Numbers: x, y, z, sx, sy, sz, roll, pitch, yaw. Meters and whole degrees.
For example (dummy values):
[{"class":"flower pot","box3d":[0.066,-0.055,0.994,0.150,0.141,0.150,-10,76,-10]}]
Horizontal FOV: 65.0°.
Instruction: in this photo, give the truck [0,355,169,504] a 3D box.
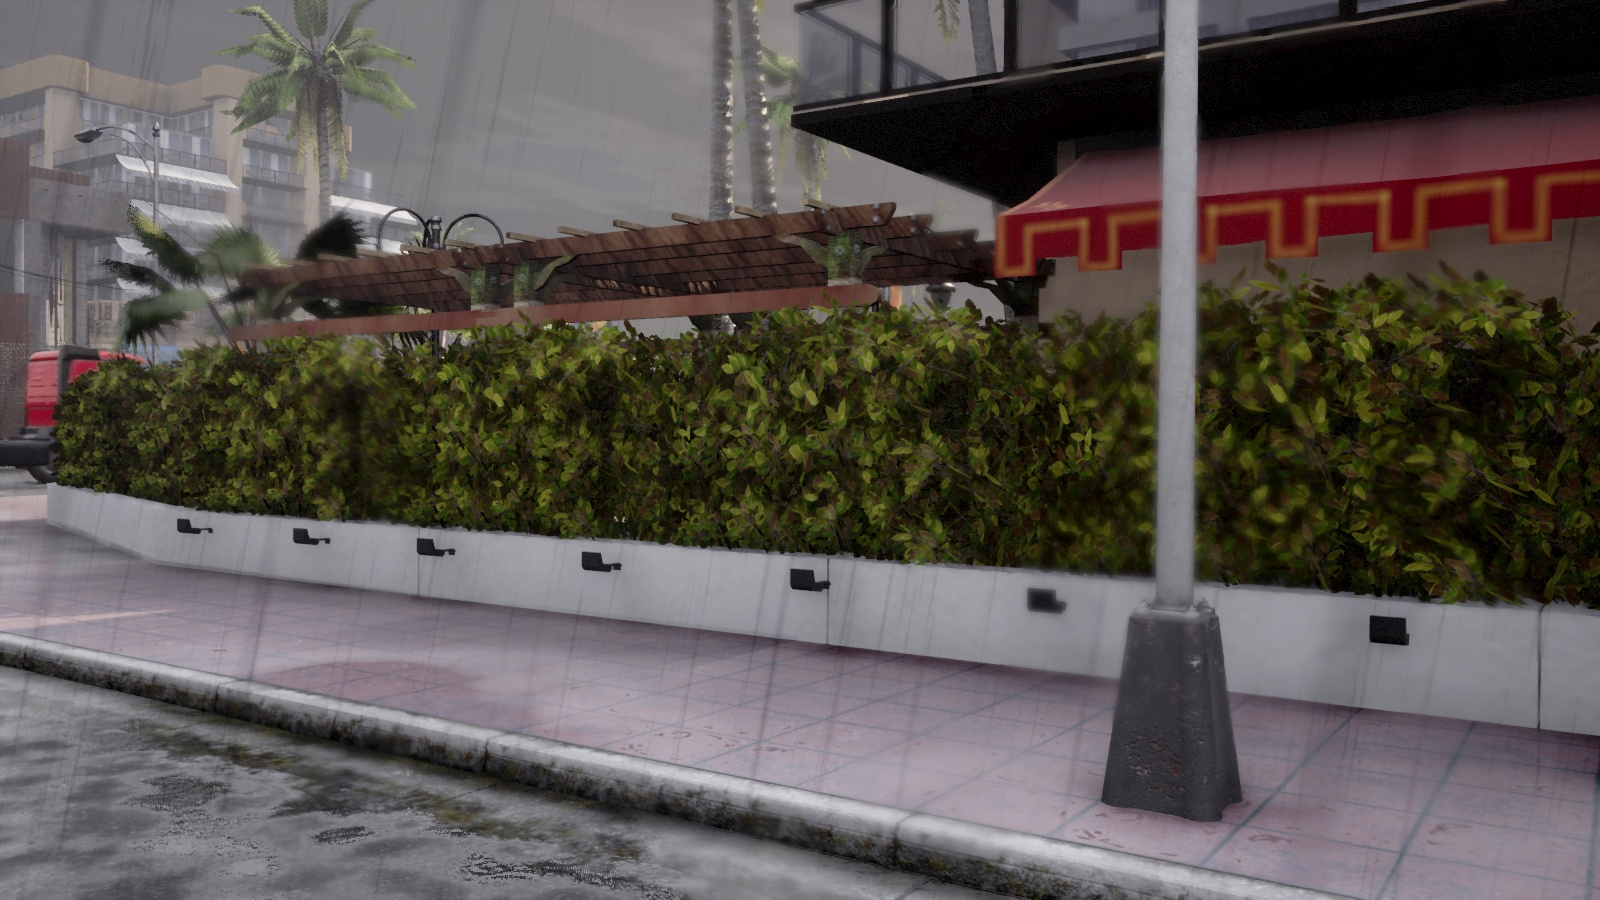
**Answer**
[{"class":"truck","box3d":[-19.822,-0.481,30.048,2.891,3.462,7.936,0,1,38]}]
